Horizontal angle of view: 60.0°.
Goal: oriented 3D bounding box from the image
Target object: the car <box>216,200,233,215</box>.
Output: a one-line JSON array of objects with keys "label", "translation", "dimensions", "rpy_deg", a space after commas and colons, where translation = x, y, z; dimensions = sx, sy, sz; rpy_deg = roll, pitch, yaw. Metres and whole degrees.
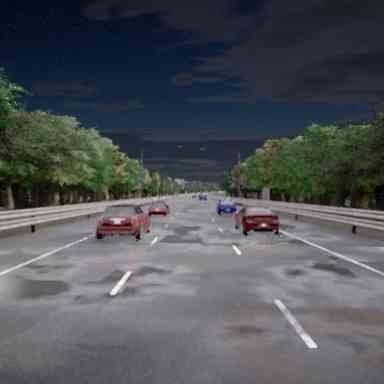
[{"label": "car", "translation": [3.596, 1.626, 35.477], "dimensions": [1.882, 1.535, 5.008], "rpy_deg": [0, 0, 0]}]

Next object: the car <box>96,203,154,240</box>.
[{"label": "car", "translation": [-3.402, 1.399, 17.262], "dimensions": [2.097, 1.767, 4.553], "rpy_deg": [0, 0, 0]}]

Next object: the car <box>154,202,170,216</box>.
[{"label": "car", "translation": [-3.404, 1.708, 34.574], "dimensions": [1.994, 1.385, 4.181], "rpy_deg": [0, 0, 0]}]

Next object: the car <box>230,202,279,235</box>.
[{"label": "car", "translation": [3.598, 1.535, 19.150], "dimensions": [1.882, 1.535, 5.008], "rpy_deg": [0, 0, 0]}]
